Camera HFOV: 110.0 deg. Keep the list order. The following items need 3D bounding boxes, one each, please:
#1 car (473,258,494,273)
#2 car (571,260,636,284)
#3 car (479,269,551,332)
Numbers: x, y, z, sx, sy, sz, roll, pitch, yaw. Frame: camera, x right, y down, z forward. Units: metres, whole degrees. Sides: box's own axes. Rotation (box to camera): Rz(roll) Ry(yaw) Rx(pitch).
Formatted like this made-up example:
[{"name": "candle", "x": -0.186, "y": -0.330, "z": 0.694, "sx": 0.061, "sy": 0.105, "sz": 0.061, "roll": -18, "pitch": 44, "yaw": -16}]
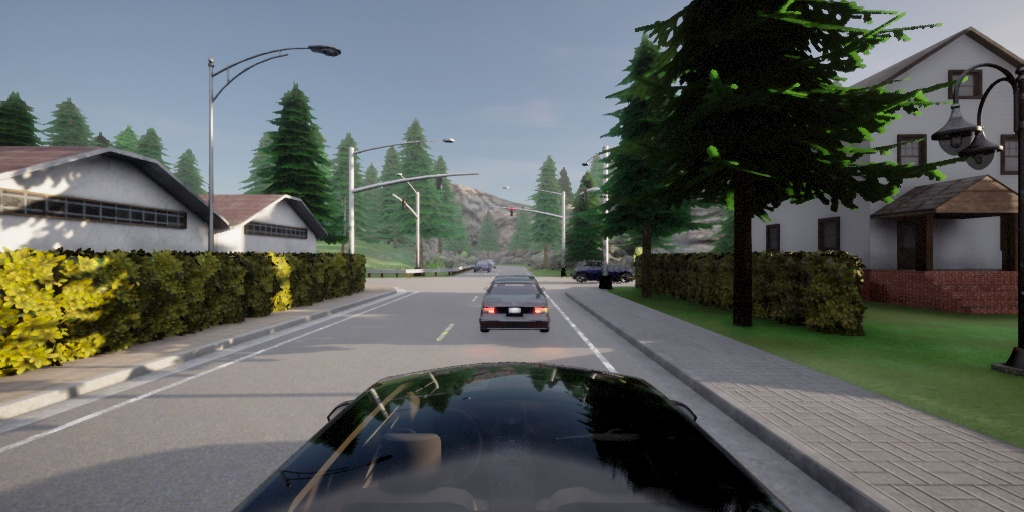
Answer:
[{"name": "car", "x": -3.555, "y": 1.276, "z": 43.689, "sx": 1.812, "sy": 1.442, "sz": 4.674, "roll": 0, "pitch": 0, "yaw": 0}, {"name": "car", "x": 6.651, "y": 1.086, "z": 26.219, "sx": 4.553, "sy": 1.767, "sz": 2.097, "roll": 0, "pitch": 0, "yaw": 5}, {"name": "car", "x": 0.079, "y": 1.297, "z": 10.770, "sx": 2.033, "sy": 1.411, "sz": 5.357, "roll": 0, "pitch": 0, "yaw": 0}]
